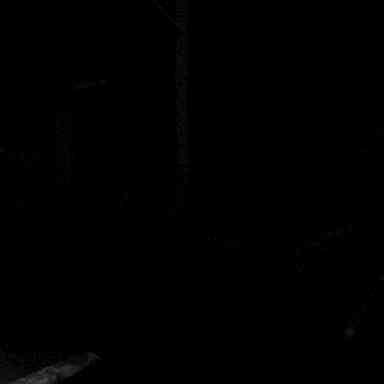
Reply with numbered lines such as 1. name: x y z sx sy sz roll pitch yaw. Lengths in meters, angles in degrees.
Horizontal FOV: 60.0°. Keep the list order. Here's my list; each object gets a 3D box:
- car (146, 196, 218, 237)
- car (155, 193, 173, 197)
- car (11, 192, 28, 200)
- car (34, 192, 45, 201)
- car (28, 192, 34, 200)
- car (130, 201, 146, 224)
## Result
1. car: -0.249 1.320 17.369 1.905 1.878 3.866 0 0 35
2. car: -7.555 1.060 74.631 5.027 1.636 2.152 0 0 35
3. car: -39.231 0.886 74.597 3.866 1.878 1.905 0 0 35
4. car: -26.488 1.144 61.289 4.514 1.523 2.007 0 0 35
5. car: -37.886 0.890 77.205 4.605 1.855 1.932 0 0 35
6. car: -2.355 1.457 24.184 2.242 1.667 4.611 0 0 35
